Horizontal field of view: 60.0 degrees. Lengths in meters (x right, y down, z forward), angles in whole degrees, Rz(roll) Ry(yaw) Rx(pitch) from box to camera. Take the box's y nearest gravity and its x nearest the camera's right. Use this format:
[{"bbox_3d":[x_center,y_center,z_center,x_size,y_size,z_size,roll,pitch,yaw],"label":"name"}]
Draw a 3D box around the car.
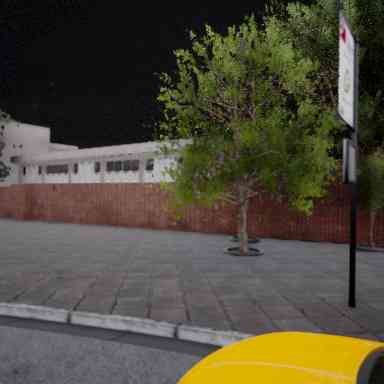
[{"bbox_3d":[2.125,1.478,1.470,5.008,1.535,1.882,0,0,29],"label":"car"}]
